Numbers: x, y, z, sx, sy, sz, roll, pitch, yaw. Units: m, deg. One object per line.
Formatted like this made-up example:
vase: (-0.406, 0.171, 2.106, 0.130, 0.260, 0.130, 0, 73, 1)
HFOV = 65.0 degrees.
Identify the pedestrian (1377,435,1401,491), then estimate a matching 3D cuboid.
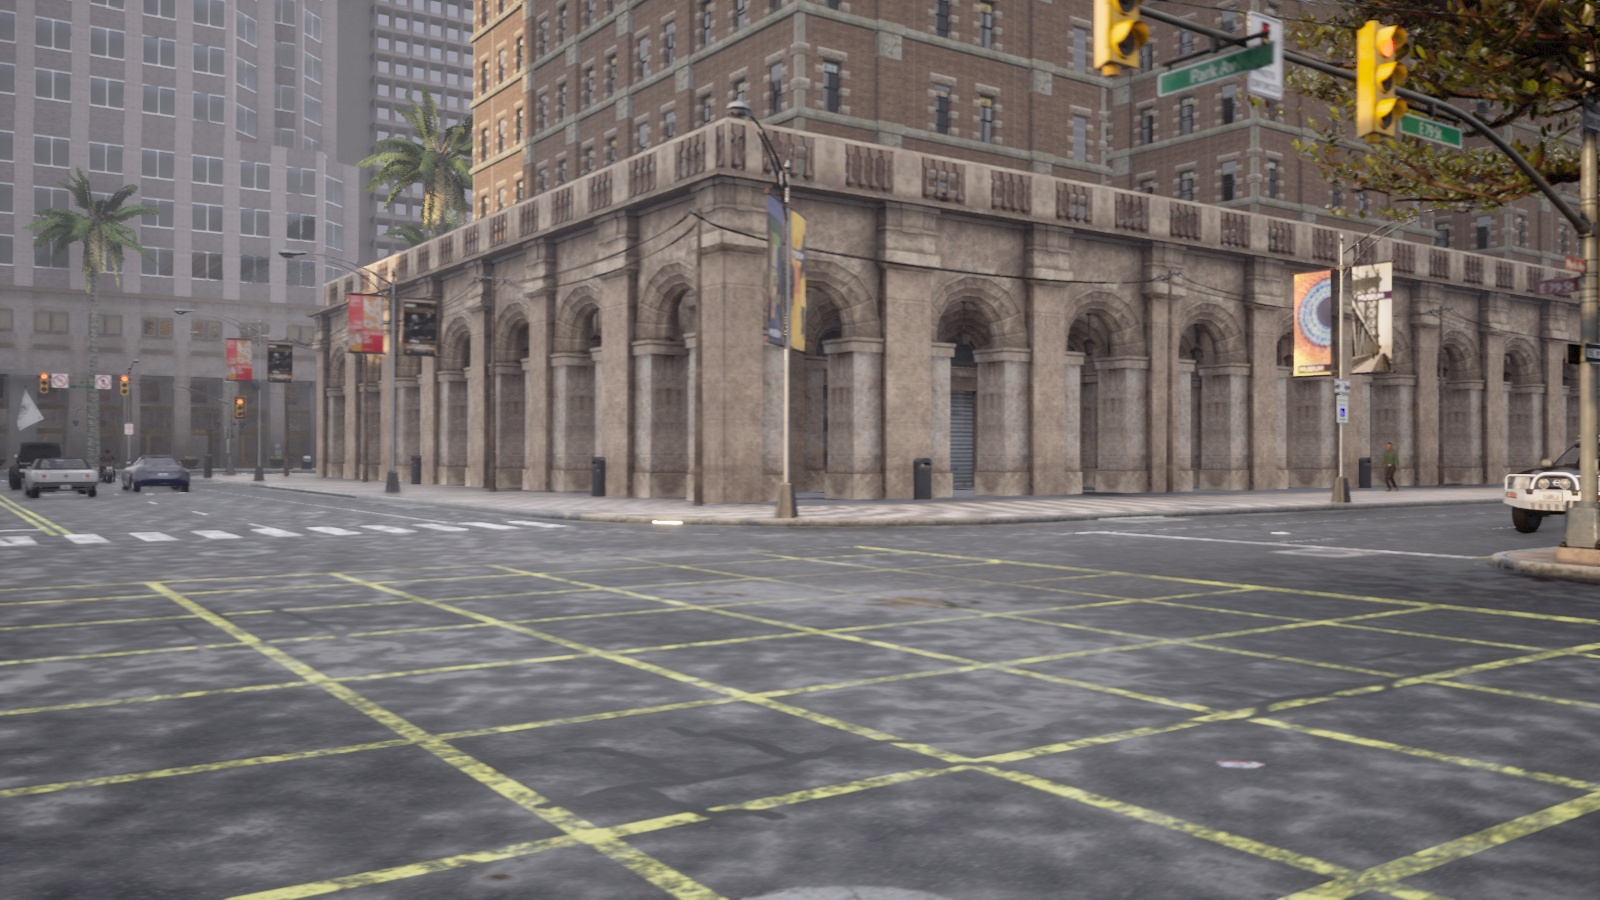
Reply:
pedestrian: (20.849, 0.466, 44.433, 0.788, 1.949, 0.423, 0, 0, -35)

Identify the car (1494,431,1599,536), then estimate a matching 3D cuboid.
car: (15.536, 0.588, 24.148, 4.605, 1.855, 1.932, 0, 0, -34)

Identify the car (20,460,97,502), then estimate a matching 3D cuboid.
car: (-24.867, 1.001, 42.057, 1.895, 1.301, 4.718, 0, 0, -35)

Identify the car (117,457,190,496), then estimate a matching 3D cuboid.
car: (-24.832, 0.979, 48.171, 1.994, 1.385, 4.181, 0, 0, -35)

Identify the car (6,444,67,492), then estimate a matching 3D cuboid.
car: (-31.043, 0.730, 51.019, 1.905, 1.878, 3.866, 0, 0, -35)

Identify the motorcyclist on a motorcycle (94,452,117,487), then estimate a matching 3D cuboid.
motorcyclist on a motorcycle: (-33.543, 0.915, 60.653, 0.766, 1.649, 2.350, 0, 0, -35)
